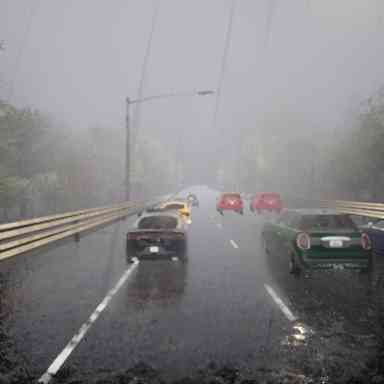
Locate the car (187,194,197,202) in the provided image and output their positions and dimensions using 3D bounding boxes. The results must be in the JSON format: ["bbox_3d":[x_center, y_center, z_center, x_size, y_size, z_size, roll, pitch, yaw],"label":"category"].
[{"bbox_3d":[0.035,1.117,65.608,1.837,1.490,4.892,0,1,0],"label":"car"}]

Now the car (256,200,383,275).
[{"bbox_3d":[3.604,1.303,10.445,2.097,1.767,4.553,0,0,0],"label":"car"}]

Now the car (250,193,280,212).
[{"bbox_3d":[7.117,1.071,32.461,2.150,2.045,5.566,0,0,0],"label":"car"}]

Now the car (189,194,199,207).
[{"bbox_3d":[0.027,1.335,46.118,2.033,1.411,5.357,0,0,0],"label":"car"}]

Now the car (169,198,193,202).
[{"bbox_3d":[-1.038,1.378,21.686,1.882,1.535,5.008,0,0,0],"label":"car"}]

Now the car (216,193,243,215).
[{"bbox_3d":[3.619,1.071,32.567,2.150,2.045,5.566,0,0,0],"label":"car"}]

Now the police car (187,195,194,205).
[{"bbox_3d":[-1.035,1.297,27.798,1.930,1.638,5.238,0,0,0],"label":"police car"}]

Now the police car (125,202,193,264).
[{"bbox_3d":[-1.043,1.371,11.792,1.930,1.638,5.238,0,0,0],"label":"police car"}]
